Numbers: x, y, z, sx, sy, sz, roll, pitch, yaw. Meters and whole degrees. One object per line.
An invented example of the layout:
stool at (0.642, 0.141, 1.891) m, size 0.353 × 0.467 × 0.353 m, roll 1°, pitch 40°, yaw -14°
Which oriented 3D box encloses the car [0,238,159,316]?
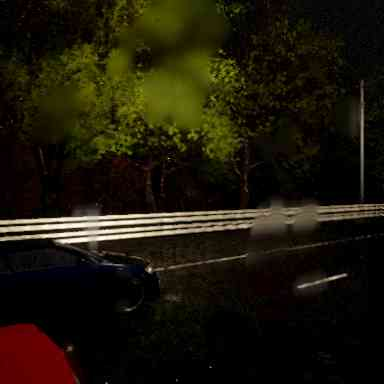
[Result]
car at (-2.712, 1.565, 6.125) m, size 4.181 × 1.385 × 1.994 m, roll 0°, pitch 0°, yaw -36°

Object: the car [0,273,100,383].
car at (-2.959, 1.603, 1.643) m, size 4.718 × 1.301 × 1.895 m, roll 0°, pitch 0°, yaw -35°
